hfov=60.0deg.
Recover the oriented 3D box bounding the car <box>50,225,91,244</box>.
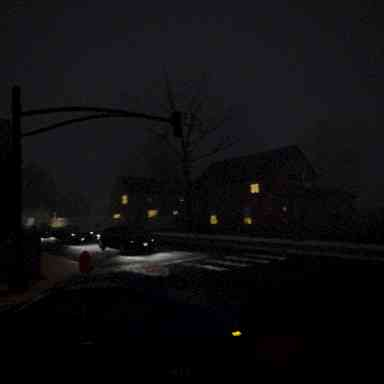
[{"bbox_3d":[-9.647,3.404,27.018,1.895,1.301,4.718,0,-4,-38],"label":"car"}]

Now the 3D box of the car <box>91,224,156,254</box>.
[{"bbox_3d":[-3.981,2.720,19.751,1.837,1.490,4.892,0,-4,-38],"label":"car"}]

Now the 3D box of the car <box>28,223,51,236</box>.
[{"bbox_3d":[-15.743,3.994,34.829,1.994,1.385,4.181,0,-4,-38],"label":"car"}]

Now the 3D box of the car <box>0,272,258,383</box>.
[{"bbox_3d":[-1.493,1.881,4.438,4.674,1.442,1.812,-2,-3,-5],"label":"car"}]
